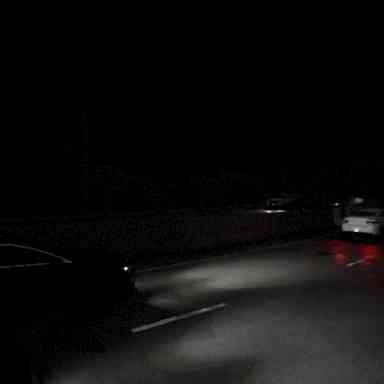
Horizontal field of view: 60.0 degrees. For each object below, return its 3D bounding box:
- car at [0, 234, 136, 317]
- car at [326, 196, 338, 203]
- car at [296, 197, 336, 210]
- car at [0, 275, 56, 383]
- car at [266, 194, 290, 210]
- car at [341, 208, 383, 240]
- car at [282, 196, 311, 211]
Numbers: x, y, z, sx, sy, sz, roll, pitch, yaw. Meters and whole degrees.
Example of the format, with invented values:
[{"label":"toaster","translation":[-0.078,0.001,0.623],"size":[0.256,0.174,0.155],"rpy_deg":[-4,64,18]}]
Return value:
[{"label":"car","translation":[-3.389,1.491,5.814],"size":[4.902,1.511,2.128],"rpy_deg":[0,0,-36]},{"label":"car","translation":[28.245,1.463,67.657],"size":[1.882,1.535,5.008],"rpy_deg":[0,0,13]},{"label":"car","translation":[11.697,1.499,31.062],"size":[1.837,1.490,4.892],"rpy_deg":[0,0,36]},{"label":"car","translation":[-3.231,1.601,1.558],"size":[4.718,1.301,1.895],"rpy_deg":[0,0,-35]},{"label":"car","translation":[11.368,1.217,43.266],"size":[2.150,2.045,5.566],"rpy_deg":[0,0,30]},{"label":"car","translation":[9.153,1.522,16.929],"size":[1.812,1.442,4.674],"rpy_deg":[0,0,44]},{"label":"car","translation":[12.556,1.540,38.414],"size":[2.033,1.411,5.357],"rpy_deg":[0,0,32]}]
